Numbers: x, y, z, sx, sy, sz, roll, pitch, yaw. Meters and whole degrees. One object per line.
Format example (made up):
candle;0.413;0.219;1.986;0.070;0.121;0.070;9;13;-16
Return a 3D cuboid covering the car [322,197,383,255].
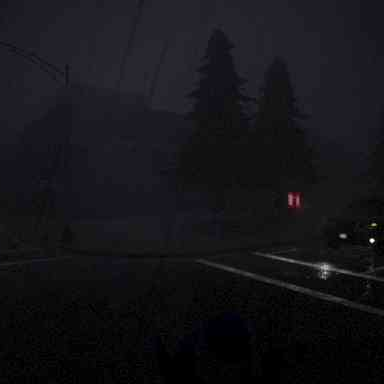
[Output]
car;7.713;1.248;13.737;5.566;2.045;2.150;0;0;-37
